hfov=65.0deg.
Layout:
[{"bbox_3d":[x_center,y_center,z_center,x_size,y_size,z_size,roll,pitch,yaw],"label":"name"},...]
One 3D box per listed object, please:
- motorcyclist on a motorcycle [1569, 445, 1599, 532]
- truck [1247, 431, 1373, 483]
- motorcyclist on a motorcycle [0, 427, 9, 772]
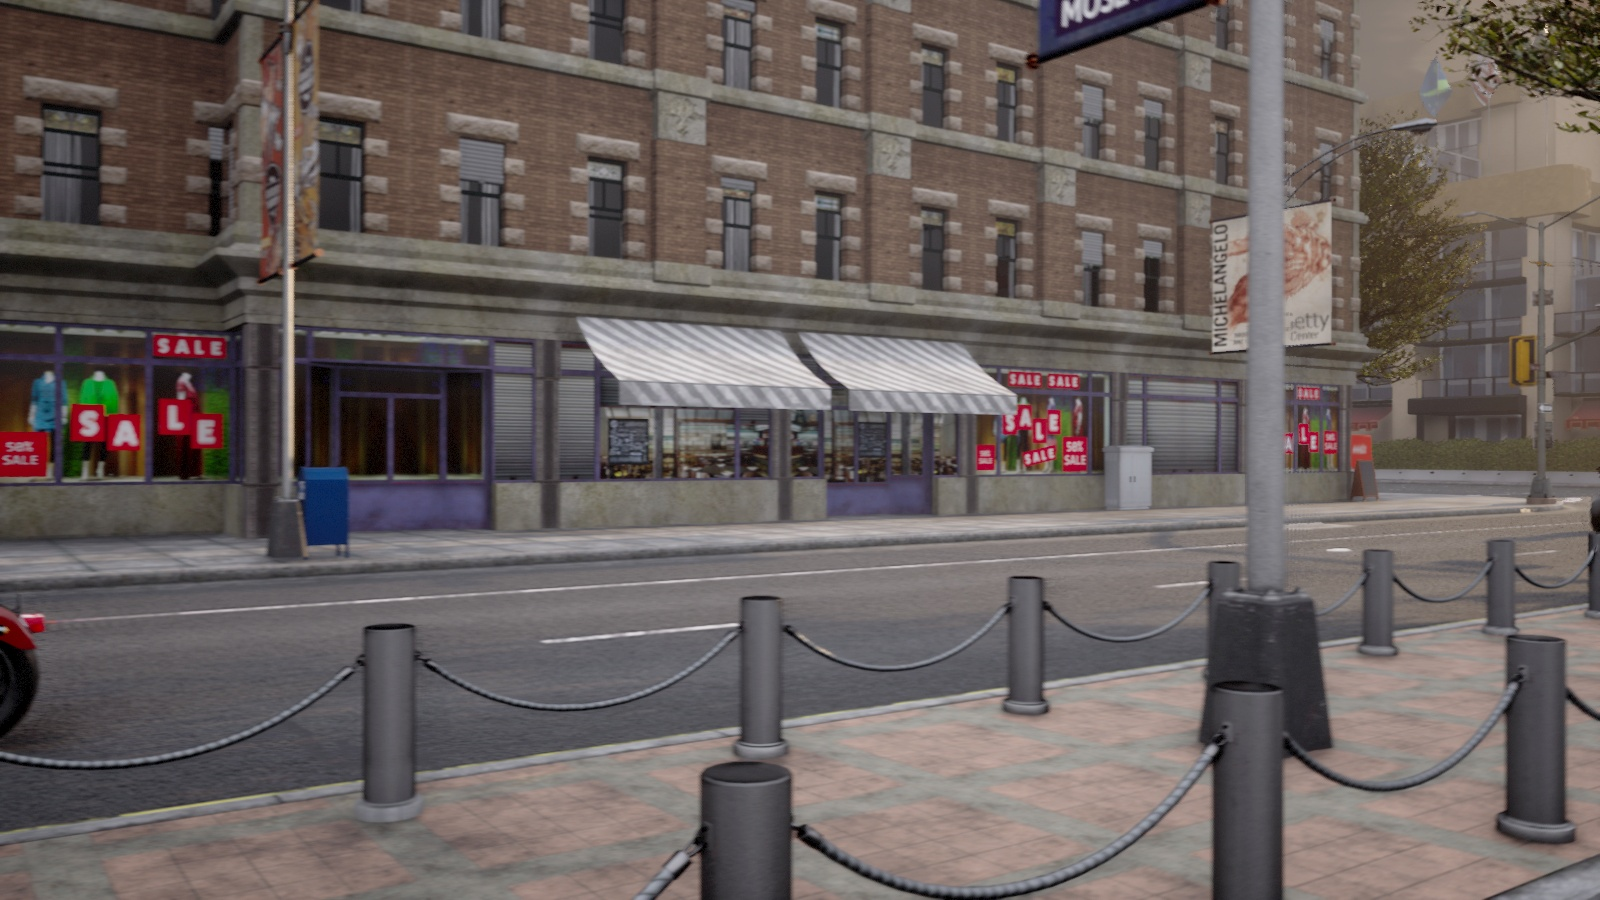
[{"bbox_3d":[15.971,0.720,24.502,2.350,1.649,0.766,0,0,-35],"label":"motorcyclist on a motorcycle"},{"bbox_3d":[25.279,0.355,62.379,2.627,2.467,5.204,0,0,-35],"label":"truck"},{"bbox_3d":[-4.979,0.720,5.668,2.350,1.649,0.766,0,0,-35],"label":"motorcyclist on a motorcycle"}]
